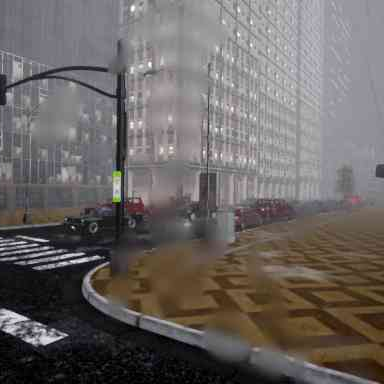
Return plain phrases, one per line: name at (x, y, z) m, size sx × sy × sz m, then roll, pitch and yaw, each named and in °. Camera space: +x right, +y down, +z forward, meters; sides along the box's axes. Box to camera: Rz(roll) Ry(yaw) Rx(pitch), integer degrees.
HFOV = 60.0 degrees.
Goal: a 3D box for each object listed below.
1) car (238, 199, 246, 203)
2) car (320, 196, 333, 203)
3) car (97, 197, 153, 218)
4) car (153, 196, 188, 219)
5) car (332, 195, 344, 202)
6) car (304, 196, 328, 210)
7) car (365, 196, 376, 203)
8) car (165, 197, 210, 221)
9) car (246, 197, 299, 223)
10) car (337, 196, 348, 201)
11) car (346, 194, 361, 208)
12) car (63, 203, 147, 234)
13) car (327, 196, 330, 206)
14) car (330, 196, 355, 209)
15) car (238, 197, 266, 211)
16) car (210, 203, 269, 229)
car at (6.212, 1.512, 35.853) m, size 2.128 × 1.511 × 4.902 m, roll 1°, pitch 1°, yaw 35°
car at (29.833, 1.616, 73.547) m, size 1.802 × 1.307 × 4.206 m, roll 1°, pitch 1°, yaw 35°
car at (-5.498, 1.275, 23.794) m, size 2.192 × 1.841 × 5.009 m, roll 1°, pitch 0°, yaw 35°
car at (-1.843, 1.283, 28.964) m, size 2.192 × 1.841 × 5.009 m, roll 1°, pitch 0°, yaw 35°
car at (36.141, 1.570, 82.467) m, size 1.752 × 1.417 × 4.829 m, roll 1°, pitch 1°, yaw 35°
car at (16.794, 1.646, 45.722) m, size 1.994 × 1.385 × 4.181 m, roll 1°, pitch 1°, yaw 35°
car at (39.471, 1.598, 73.527) m, size 1.967 × 1.590 × 4.097 m, roll 1°, pitch 1°, yaw 35°
car at (0.277, 1.485, 27.470) m, size 1.882 × 1.535 × 5.008 m, roll 1°, pitch 1°, yaw 35°
car at (6.712, 1.409, 26.966) m, size 2.192 × 1.841 × 5.009 m, roll 1°, pitch 0°, yaw 35°
car at (39.426, 1.623, 87.115) m, size 1.947 × 1.339 × 4.313 m, roll 1°, pitch 1°, yaw 35°
car at (25.389, 1.365, 52.881) m, size 2.150 × 2.045 × 5.566 m, roll 1°, pitch 1°, yaw 35°
car at (-5.164, 1.595, 19.747) m, size 1.895 × 1.301 × 4.718 m, roll 1°, pitch 1°, yaw 35°
car at (23.316, 1.659, 54.958) m, size 1.994 × 1.385 × 4.181 m, roll 1°, pitch 1°, yaw 35°
car at (21.361, 1.655, 47.119) m, size 1.812 × 1.442 × 4.674 m, roll 1°, pitch 1°, yaw 35°
car at (7.659, 1.430, 42.293) m, size 1.967 × 1.590 × 4.097 m, roll 1°, pitch 0°, yaw 35°
car at (3.223, 1.668, 22.038) m, size 1.802 × 1.307 × 4.206 m, roll 1°, pitch 0°, yaw 35°
